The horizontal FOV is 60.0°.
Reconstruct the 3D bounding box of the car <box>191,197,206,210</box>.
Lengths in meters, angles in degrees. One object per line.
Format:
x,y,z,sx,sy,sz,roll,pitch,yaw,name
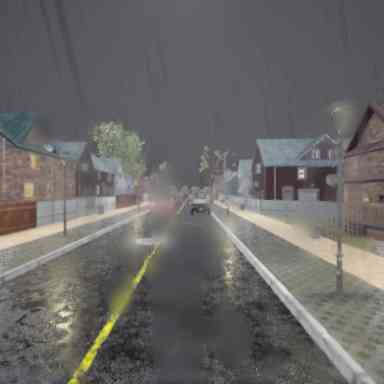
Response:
0.803,1.394,42.481,1.812,1.442,4.674,0,0,0,car

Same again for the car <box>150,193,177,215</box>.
-2.861,1.241,32.645,2.097,1.767,4.553,0,0,0,car

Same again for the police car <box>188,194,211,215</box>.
0.808,1.314,32.590,1.930,1.638,5.238,0,0,0,police car

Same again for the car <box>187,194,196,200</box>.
-0.042,1.260,82.256,2.128,1.511,4.902,0,0,0,car

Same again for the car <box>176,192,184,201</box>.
-2.789,0.910,74.224,2.150,2.045,5.566,0,0,0,car

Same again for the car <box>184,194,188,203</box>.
-0.035,1.361,66.516,2.128,1.511,4.902,0,0,0,car
